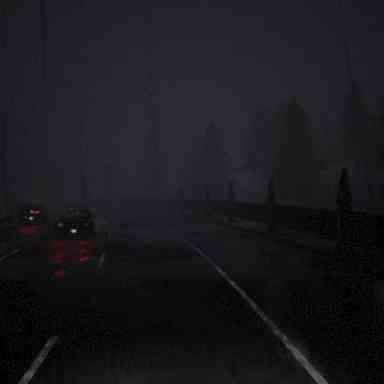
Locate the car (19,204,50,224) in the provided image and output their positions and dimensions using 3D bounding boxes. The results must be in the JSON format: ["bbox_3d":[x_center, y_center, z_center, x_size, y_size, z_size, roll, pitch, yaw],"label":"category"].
[{"bbox_3d":[-12.649,1.697,26.796,1.837,1.490,4.892,-1,0,-19],"label":"car"}]

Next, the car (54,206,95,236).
[{"bbox_3d":[-6.601,1.700,19.142,1.895,1.301,4.718,-1,0,-14],"label":"car"}]

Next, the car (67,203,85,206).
[{"bbox_3d":[-12.625,1.791,36.197,1.895,1.301,4.718,-1,0,-24],"label":"car"}]
